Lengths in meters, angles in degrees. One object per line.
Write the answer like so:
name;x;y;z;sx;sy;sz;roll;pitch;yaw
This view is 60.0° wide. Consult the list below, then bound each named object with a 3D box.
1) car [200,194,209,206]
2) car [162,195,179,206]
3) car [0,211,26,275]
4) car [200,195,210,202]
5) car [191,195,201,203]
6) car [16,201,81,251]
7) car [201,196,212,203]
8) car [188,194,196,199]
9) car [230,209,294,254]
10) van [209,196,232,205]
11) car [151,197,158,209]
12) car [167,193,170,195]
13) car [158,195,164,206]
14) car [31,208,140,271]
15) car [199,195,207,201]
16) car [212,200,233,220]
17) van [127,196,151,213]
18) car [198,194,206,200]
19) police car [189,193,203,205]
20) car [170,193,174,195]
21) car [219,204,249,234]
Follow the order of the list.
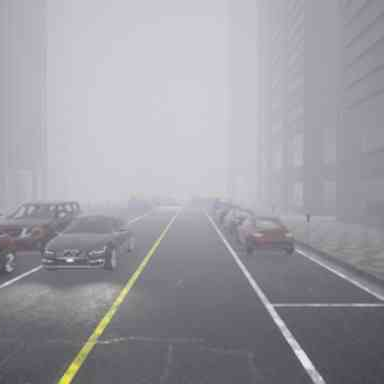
car;2.745;1.440;52.546;1.887;1.381;4.507;0;0;0
car;-3.088;1.497;52.222;1.895;1.301;4.718;0;0;0
car;-5.768;1.425;7.413;1.967;1.590;4.097;0;0;0
car;2.740;1.422;69.468;1.947;1.339;4.313;0;0;0
car;0.818;1.375;64.281;1.837;1.490;4.892;0;0;0
car;-5.770;1.290;13.054;2.192;1.841;5.009;0;0;0
car;2.742;1.421;63.827;2.008;1.369;4.403;0;0;0
car;-0.026;1.206;88.782;2.033;1.411;5.357;0;0;0
car;2.756;1.557;13.061;1.802;1.307;4.206;0;0;0
van;2.750;1.283;29.983;1.690;1.788;3.998;0;0;0
car;-5.778;1.463;41.259;1.887;1.381;4.507;0;0;0
car;-5.784;1.310;63.822;1.967;1.590;4.097;0;0;0
car;-5.781;1.461;52.541;1.947;1.339;4.313;0;0;0
car;-3.103;1.484;10.880;1.837;1.490;4.892;0;0;0
car;2.737;1.352;80.919;1.752;1.417;4.829;0;0;0
car;2.753;1.519;24.343;1.947;1.339;4.313;0;0;0
van;-5.777;1.271;35.618;1.690;1.788;3.998;0;0;0
car;2.734;1.235;92.031;1.967;1.590;4.097;0;0;0
police car;0.872;1.318;54.390;1.930;1.638;5.238;0;0;0
car;-5.787;1.408;75.105;1.947;1.339;4.313;0;0;0
car;2.755;1.546;18.702;1.802;1.307;4.206;0;0;0
